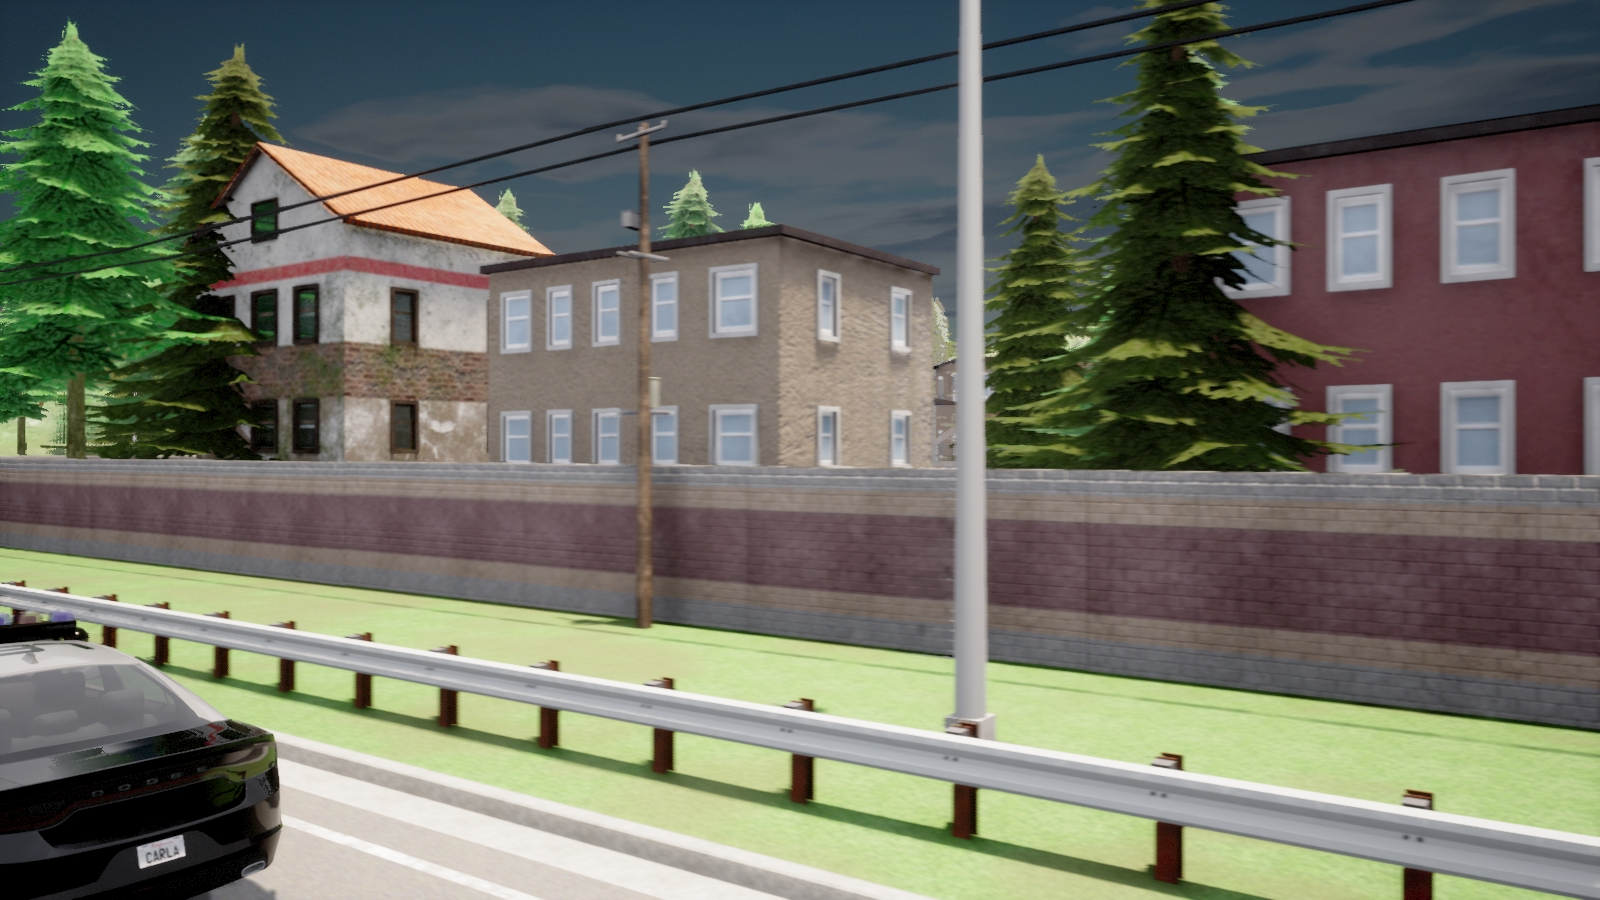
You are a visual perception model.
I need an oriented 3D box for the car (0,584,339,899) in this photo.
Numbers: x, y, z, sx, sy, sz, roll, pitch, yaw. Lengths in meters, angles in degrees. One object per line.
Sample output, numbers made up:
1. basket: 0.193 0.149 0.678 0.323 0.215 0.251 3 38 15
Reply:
1. car: -5.593 1.982 7.702 5.238 1.638 2.097 0 0 35
